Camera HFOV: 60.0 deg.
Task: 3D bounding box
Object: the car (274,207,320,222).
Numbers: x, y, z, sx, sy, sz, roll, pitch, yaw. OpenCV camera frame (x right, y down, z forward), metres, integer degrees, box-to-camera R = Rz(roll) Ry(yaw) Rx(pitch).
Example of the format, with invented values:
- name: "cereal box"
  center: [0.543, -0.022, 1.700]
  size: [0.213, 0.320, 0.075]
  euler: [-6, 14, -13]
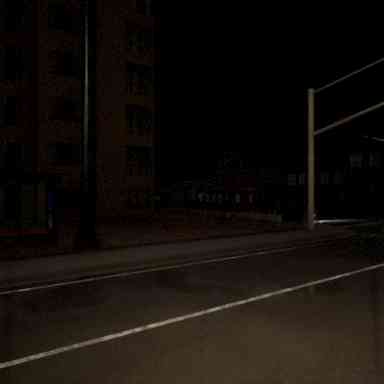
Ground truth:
- name: "car"
  center: [9.656, 2.049, 30.988]
  size: [1.994, 1.385, 4.181]
  euler: [0, -4, -36]
